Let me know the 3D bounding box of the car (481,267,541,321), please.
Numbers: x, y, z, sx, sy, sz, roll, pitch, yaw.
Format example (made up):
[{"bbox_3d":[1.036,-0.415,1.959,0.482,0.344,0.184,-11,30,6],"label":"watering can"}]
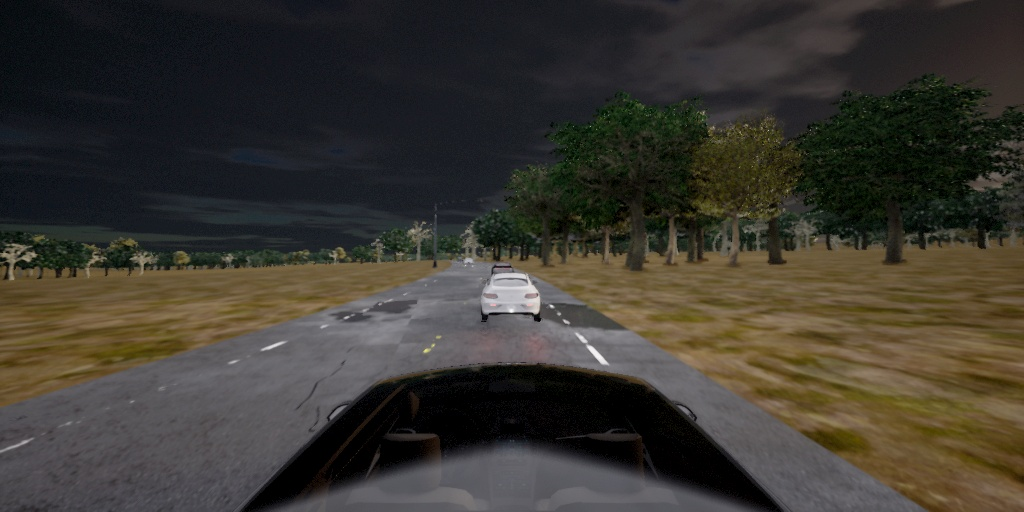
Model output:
[{"bbox_3d":[-0.077,1.276,12.349,1.812,1.442,4.674,0,0,-1],"label":"car"}]

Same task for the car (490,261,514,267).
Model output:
[{"bbox_3d":[-0.862,1.211,31.135,2.128,1.511,4.902,0,0,-3],"label":"car"}]
